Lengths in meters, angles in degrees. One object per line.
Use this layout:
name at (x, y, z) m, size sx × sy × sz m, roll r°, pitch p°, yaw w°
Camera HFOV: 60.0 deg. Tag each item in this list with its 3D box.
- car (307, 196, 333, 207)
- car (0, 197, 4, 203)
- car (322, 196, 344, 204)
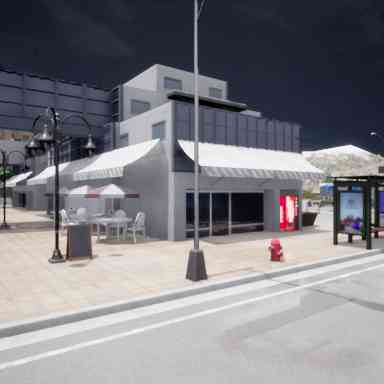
car at (19.116, 1.345, 48.778) m, size 5.027 × 1.636 × 2.152 m, roll 0°, pitch 0°, yaw -36°
car at (-38.710, 1.669, 66.243) m, size 5.008 × 1.535 × 1.882 m, roll 0°, pitch 0°, yaw -36°
car at (28.397, 1.489, 66.892) m, size 4.514 × 1.523 × 2.007 m, roll 0°, pitch 0°, yaw -36°
